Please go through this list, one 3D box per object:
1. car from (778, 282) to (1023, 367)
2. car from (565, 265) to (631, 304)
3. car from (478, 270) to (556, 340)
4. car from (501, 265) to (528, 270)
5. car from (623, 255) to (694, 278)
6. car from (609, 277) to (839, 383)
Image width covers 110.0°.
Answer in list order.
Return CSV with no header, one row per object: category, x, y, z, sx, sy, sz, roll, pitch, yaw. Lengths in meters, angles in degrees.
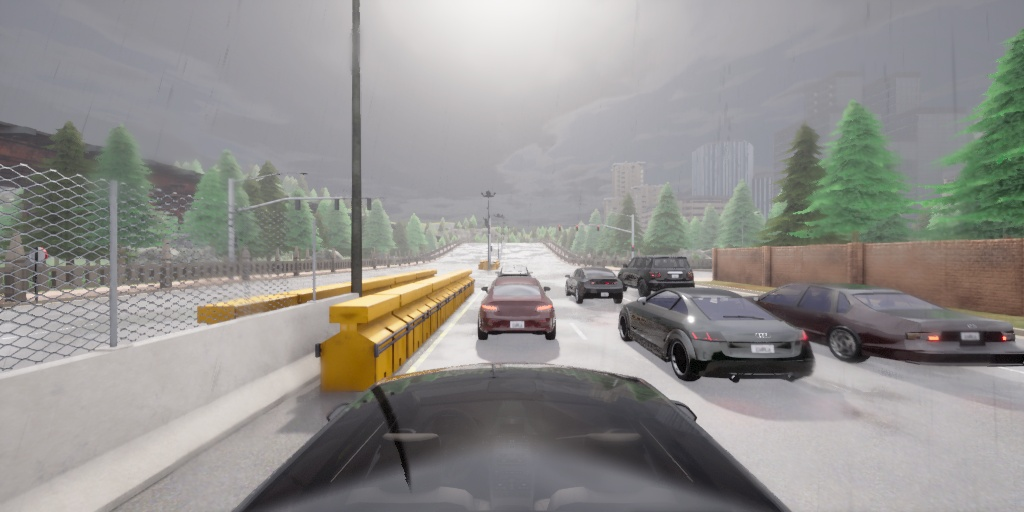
car,7.108,1.297,8.068,2.033,1.411,5.357,0,0,0
car,3.616,1.255,16.371,1.837,1.490,4.892,0,0,0
car,0.110,1.276,9.834,1.812,1.442,4.674,0,0,0
car,0.120,1.241,19.079,2.128,1.511,4.902,0,0,0
car,7.118,0.972,18.310,2.150,2.045,5.566,0,0,0
car,3.611,1.314,7.204,1.994,1.385,4.181,0,0,-1
